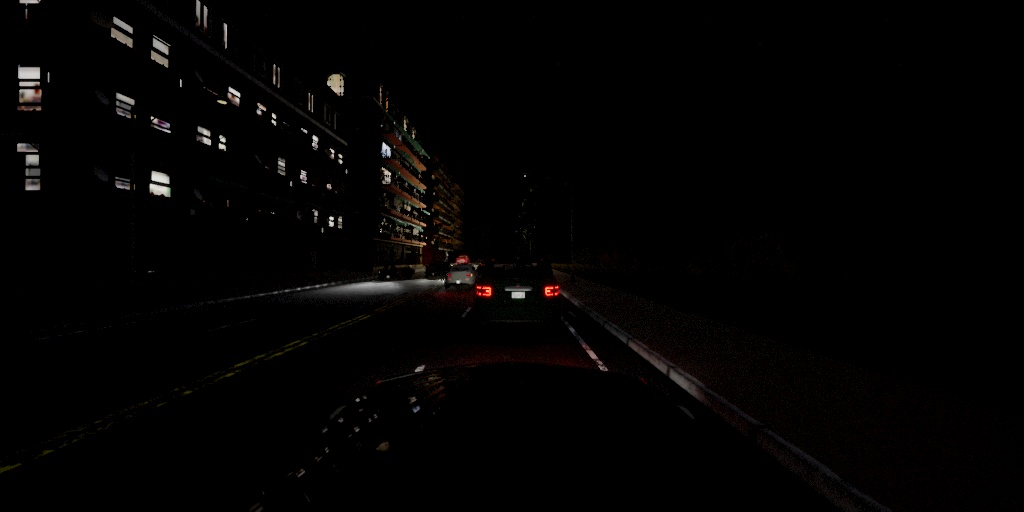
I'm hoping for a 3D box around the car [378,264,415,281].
[{"bbox_3d":[-9.845,1.355,30.720,1.895,1.301,4.718,0,0,0],"label":"car"}]

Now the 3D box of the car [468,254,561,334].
[{"bbox_3d":[0.103,0.973,10.755,2.150,2.045,5.566,0,0,-1],"label":"car"}]

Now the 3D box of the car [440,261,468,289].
[{"bbox_3d":[-3.147,1.279,23.307,1.812,1.442,4.674,0,0,0],"label":"car"}]

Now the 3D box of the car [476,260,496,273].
[{"bbox_3d":[-3.139,1.243,44.788,2.128,1.511,4.902,0,0,0],"label":"car"}]

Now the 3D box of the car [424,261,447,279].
[{"bbox_3d":[-6.595,1.259,32.398,1.837,1.490,4.892,0,0,0],"label":"car"}]
